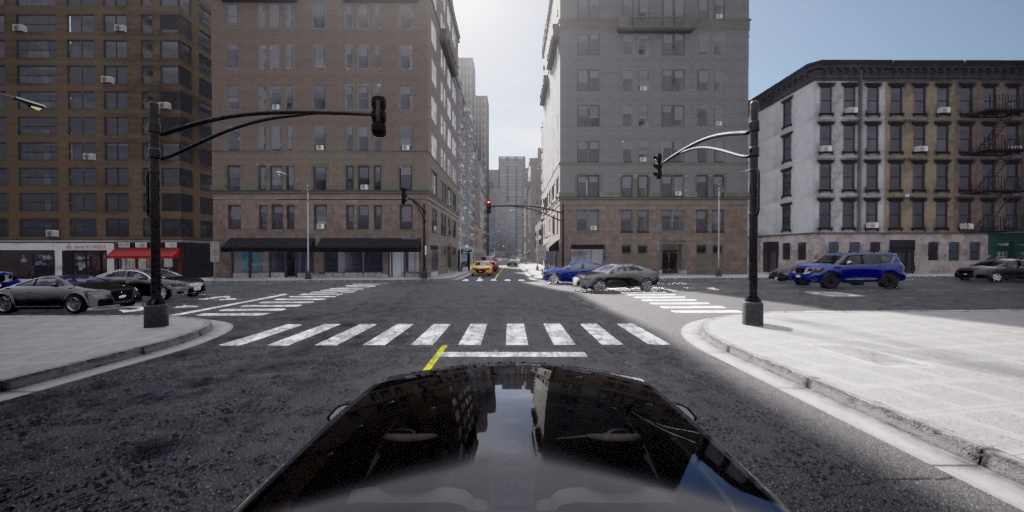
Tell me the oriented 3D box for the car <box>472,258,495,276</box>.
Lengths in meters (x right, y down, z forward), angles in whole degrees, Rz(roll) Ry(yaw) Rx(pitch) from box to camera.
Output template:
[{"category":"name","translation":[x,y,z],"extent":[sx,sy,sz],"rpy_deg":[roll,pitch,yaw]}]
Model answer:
[{"category":"car","translation":[-3.100,1.234,37.548],"extent":[1.882,1.535,5.008],"rpy_deg":[0,0,0]}]

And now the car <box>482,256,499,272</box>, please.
[{"category":"car","translation":[-3.104,0.984,47.504],"extent":[2.150,2.045,5.566],"rpy_deg":[0,0,0]}]

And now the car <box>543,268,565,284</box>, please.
[{"category":"car","translation":[4.650,1.132,24.920],"extent":[5.008,1.535,1.882],"rpy_deg":[0,1,12]}]

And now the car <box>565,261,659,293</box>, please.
[{"category":"car","translation":[5.831,1.187,20.205],"extent":[4.902,1.511,2.128],"rpy_deg":[0,0,-13]}]

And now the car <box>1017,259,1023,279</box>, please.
[{"category":"car","translation":[33.964,0.992,21.211],"extent":[4.902,1.511,2.128],"rpy_deg":[0,1,0]}]

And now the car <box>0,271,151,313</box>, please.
[{"category":"car","translation":[-17.522,1.441,14.279],"extent":[4.181,1.385,1.994],"rpy_deg":[0,1,0]}]

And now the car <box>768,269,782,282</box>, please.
[{"category":"car","translation":[20.643,1.107,24.409],"extent":[5.357,1.411,2.033],"rpy_deg":[0,1,0]}]

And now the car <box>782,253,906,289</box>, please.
[{"category":"car","translation":[19.666,0.823,21.142],"extent":[5.566,2.045,2.150],"rpy_deg":[0,1,1]}]

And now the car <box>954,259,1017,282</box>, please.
[{"category":"car","translation":[33.358,0.975,24.463],"extent":[4.892,1.490,1.837],"rpy_deg":[0,1,0]}]

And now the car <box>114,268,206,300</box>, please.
[{"category":"car","translation":[-17.790,1.335,17.538],"extent":[4.902,1.511,2.128],"rpy_deg":[0,1,1]}]

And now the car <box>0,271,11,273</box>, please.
[{"category":"car","translation":[-27.872,1.111,17.472],"extent":[5.566,2.045,2.150],"rpy_deg":[0,1,-1]}]
